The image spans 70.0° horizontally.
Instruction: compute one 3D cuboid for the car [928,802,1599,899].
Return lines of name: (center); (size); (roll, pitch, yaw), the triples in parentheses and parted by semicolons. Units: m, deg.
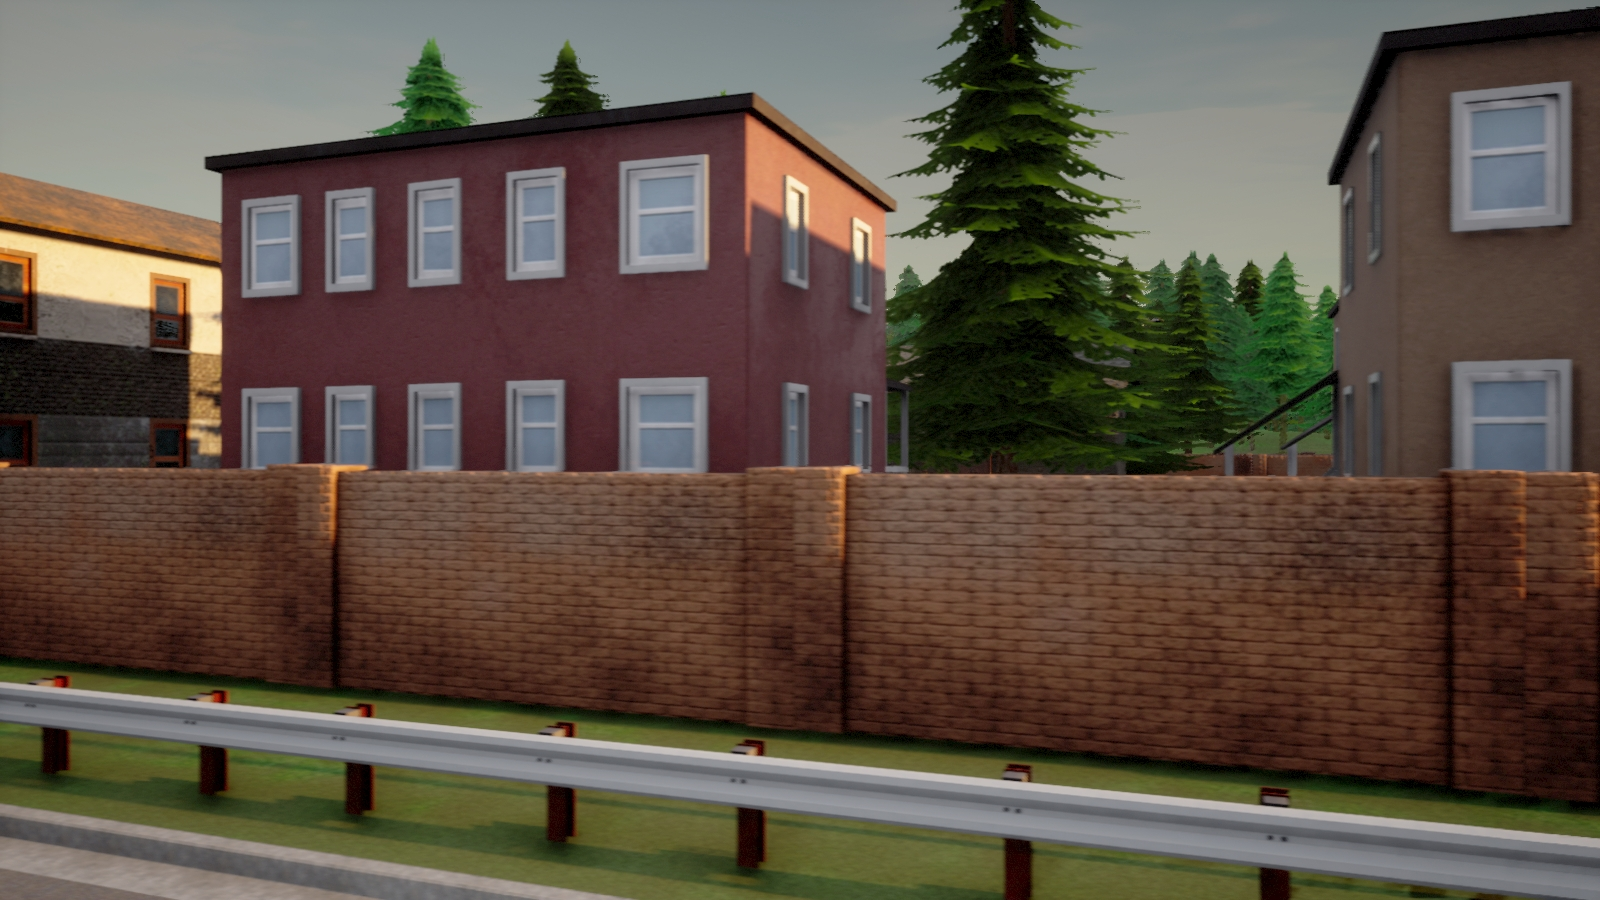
car: (2.464, 2.039, 2.414); (4.514, 1.525, 2.007); (0, 0, 20)
